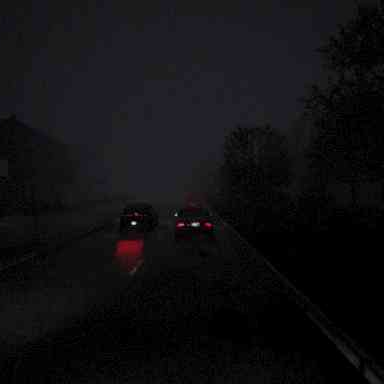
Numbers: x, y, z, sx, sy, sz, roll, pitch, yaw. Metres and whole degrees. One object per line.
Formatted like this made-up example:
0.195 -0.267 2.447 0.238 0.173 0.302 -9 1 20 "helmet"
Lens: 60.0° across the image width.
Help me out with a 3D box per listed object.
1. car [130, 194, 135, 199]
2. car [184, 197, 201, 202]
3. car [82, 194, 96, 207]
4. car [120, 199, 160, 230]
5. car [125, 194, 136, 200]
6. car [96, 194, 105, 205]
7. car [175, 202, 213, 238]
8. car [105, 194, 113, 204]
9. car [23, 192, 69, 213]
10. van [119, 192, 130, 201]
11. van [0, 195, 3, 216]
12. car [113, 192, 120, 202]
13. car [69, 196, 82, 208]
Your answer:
-15.563 1.181 79.072 2.163 1.488 4.792 0 0 0 "car"
0.102 1.321 39.888 1.882 1.535 5.008 0 0 0 "car"
-15.482 1.276 45.832 2.231 1.521 4.892 0 0 0 "car"
-3.148 1.425 20.404 1.837 1.490 4.892 0 0 0 "car"
-15.593 1.172 84.568 2.002 1.452 4.674 -2 0 0 "car"
-15.495 1.128 51.382 2.185 1.767 4.553 0 0 0 "car"
0.095 1.480 17.178 2.033 1.411 5.357 0 0 0 "car"
-15.508 1.108 56.907 2.185 1.767 4.553 0 0 0 "car"
-15.455 1.064 34.872 2.435 2.045 5.566 0 0 0 "car"
-15.548 0.947 73.459 1.878 1.987 4.442 0 0 0 "van"
-15.428 1.131 23.609 1.878 1.987 4.442 0 0 0 "van"
-15.522 1.253 62.529 2.002 1.452 4.674 0 0 0 "car"
-15.469 1.295 40.306 2.097 1.535 5.008 0 0 0 "car"
